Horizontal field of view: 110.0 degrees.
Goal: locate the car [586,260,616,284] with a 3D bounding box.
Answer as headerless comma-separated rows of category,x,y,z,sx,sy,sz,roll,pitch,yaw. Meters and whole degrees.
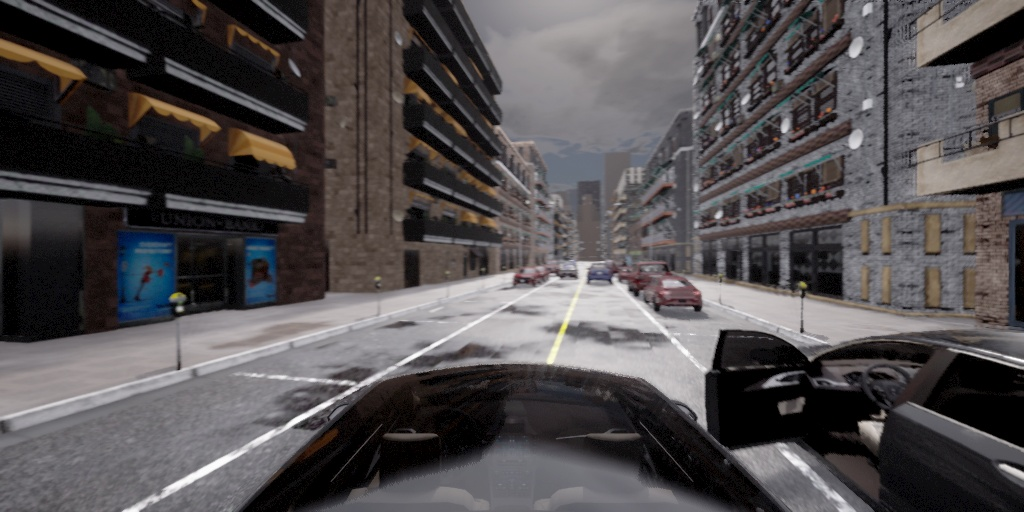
car,7.428,1.381,30.624,2.097,1.767,4.553,0,0,13

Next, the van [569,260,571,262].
van,8.509,1.658,60.647,1.690,1.789,3.998,0,0,12

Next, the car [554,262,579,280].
car,5.898,1.636,36.984,2.033,1.411,5.357,0,-1,13

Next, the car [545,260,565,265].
car,4.867,1.471,44.089,2.192,1.841,5.009,0,0,12

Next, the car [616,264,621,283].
car,10.116,1.618,31.270,1.802,1.307,4.207,0,0,12

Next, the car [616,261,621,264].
car,12.550,1.459,42.334,2.192,1.841,5.009,0,0,12

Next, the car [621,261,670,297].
car,7.682,1.244,20.207,2.192,1.841,5.009,0,0,12

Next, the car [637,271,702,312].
car,6.465,1.458,14.675,1.802,1.307,4.207,0,0,12

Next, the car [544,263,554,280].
car,2.439,1.594,33.052,1.888,1.381,4.507,0,0,12

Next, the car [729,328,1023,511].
car,3.416,1.263,2.381,1.837,1.490,4.892,0,-1,12

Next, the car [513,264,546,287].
car,1.225,1.540,27.533,1.888,1.381,4.507,0,0,12
